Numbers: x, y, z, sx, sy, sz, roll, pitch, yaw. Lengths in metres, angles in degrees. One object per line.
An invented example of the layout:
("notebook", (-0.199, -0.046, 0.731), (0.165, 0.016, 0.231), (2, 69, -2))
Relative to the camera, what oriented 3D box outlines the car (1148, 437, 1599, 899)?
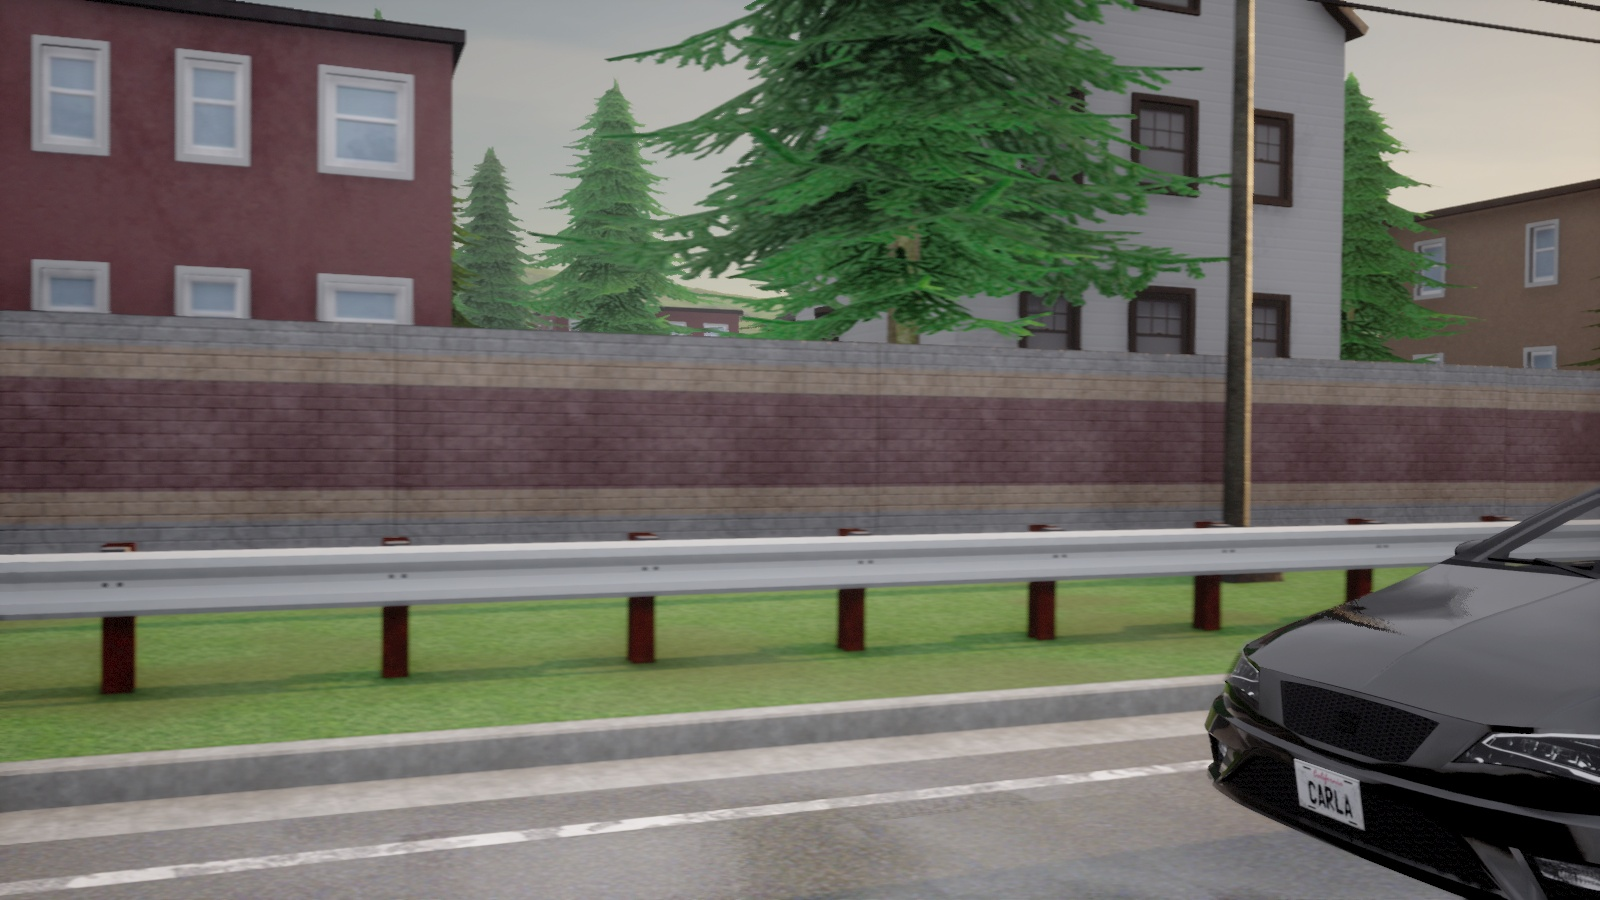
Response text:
("car", (3.590, 0.696, 4.601), (4.193, 1.474, 1.816), (-1, 1, -21))
